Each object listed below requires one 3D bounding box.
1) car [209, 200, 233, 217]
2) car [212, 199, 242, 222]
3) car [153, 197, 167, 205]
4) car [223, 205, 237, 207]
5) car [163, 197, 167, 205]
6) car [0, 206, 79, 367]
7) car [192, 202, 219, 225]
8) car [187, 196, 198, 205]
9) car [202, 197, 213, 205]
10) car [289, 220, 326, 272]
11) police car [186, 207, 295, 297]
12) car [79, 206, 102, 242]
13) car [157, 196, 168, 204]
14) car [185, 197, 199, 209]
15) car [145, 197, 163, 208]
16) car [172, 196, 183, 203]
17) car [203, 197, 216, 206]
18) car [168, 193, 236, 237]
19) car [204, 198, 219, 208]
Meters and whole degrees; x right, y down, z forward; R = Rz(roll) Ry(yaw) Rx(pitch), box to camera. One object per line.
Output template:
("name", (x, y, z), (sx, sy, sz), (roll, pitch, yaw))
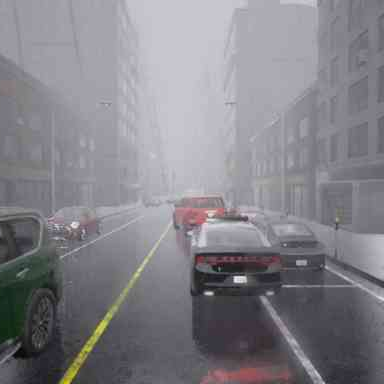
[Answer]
("car", (2.760, 1.547, 32.572), (1.887, 1.381, 4.507), (-1, 0, 0))
("car", (2.757, 1.441, 27.067), (1.967, 1.590, 4.097), (-1, 0, 0))
("car", (-5.759, 1.569, 60.100), (2.008, 1.369, 4.403), (-1, 0, 0))
("car", (2.756, 1.543, 16.057), (1.887, 1.381, 4.507), (-1, 0, 0))
("car", (-5.760, 1.581, 54.595), (1.947, 1.339, 4.313), (-1, 0, 0))
("car", (-3.100, 1.220, 3.053), (2.150, 2.045, 5.566), (0, 0, 0))
("car", (0.906, 1.526, 24.655), (1.812, 1.442, 4.674), (0, 0, 0))
("car", (0.014, 1.496, 59.493), (1.882, 1.535, 5.008), (0, 0, 0))
("car", (2.766, 1.563, 60.098), (1.887, 1.381, 4.507), (-1, 0, 0))
("car", (2.754, 1.549, 10.551), (2.008, 1.369, 4.403), (-1, 0, 0))
("police car", (0.901, 1.423, 8.763), (1.930, 1.638, 5.238), (0, 0, 0))
("car", (-5.771, 1.439, 16.059), (1.967, 1.590, 4.097), (-1, 0, 0))
("car", (-5.758, 1.567, 65.606), (1.887, 1.381, 4.507), (-1, 0, 0))
("car", (0.030, 1.514, 46.849), (1.837, 1.490, 4.892), (0, 0, 1))
("car", (-5.763, 1.451, 49.090), (1.967, 1.590, 4.097), (-1, 0, 0))
("car", (-2.984, 1.590, 69.661), (1.994, 1.385, 4.181), (0, 0, 0))
("car", (2.765, 1.559, 54.593), (1.887, 1.381, 4.507), (-1, 0, 0))
("car", (0.339, 1.210, 18.445), (2.150, 2.045, 5.566), (-1, 0, -12))
("car", (2.764, 1.577, 49.088), (1.947, 1.339, 4.313), (-1, 0, 0))
